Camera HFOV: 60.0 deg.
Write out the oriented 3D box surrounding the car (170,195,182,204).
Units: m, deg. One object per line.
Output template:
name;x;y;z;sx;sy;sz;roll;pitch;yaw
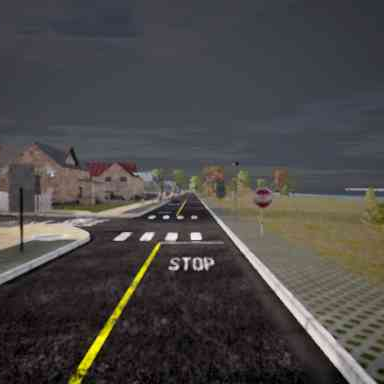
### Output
car;-2.747;1.281;56.783;2.033;1.411;5.357;0;1;0
